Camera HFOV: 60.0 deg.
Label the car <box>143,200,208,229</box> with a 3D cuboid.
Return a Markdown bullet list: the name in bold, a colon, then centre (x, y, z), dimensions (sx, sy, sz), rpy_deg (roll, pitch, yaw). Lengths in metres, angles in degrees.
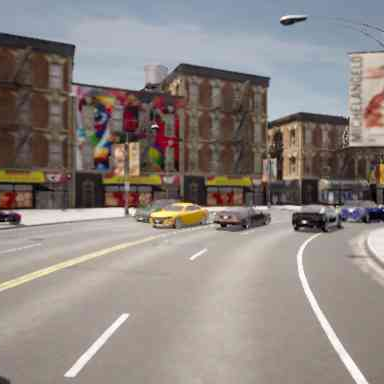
- **car**: centre (-0.750, 1.497, 22.090), dimensions (1.882, 1.535, 5.008), rpy_deg (0, 0, 33)

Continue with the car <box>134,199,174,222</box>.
- **car**: centre (-2.370, 1.366, 25.843), dimensions (2.097, 1.767, 4.553), rpy_deg (0, 0, 36)

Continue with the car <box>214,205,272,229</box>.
- **car**: centre (3.479, 1.591, 22.092), dimensions (2.033, 1.411, 5.357), rpy_deg (0, 0, 35)

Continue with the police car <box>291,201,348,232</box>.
- **police car**: centre (7.933, 1.492, 20.827), dimensions (1.930, 1.638, 5.238), rpy_deg (0, 0, 38)

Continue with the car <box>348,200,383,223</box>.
- **car**: centre (13.753, 1.457, 26.459), dimensions (4.553, 1.767, 2.097), rpy_deg (0, 0, -36)
